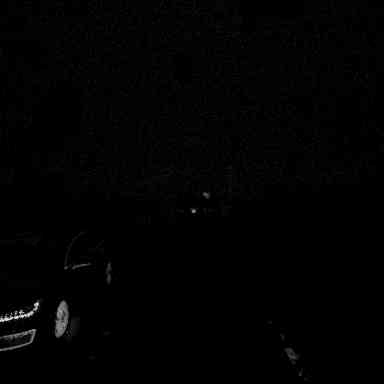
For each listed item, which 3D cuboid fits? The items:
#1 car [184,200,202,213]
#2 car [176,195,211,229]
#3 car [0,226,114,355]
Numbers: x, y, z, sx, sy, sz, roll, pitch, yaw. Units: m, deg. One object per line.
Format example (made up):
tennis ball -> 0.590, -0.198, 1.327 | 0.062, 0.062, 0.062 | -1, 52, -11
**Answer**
car -> 0.095, 1.606, 37.837 | 1.895, 1.301, 4.718 | 0, 0, 0
car -> 0.098, 1.220, 21.954 | 2.150, 2.045, 5.566 | 0, 0, 0
car -> -2.851, 1.504, 6.453 | 1.837, 1.490, 4.892 | 0, 0, 0
